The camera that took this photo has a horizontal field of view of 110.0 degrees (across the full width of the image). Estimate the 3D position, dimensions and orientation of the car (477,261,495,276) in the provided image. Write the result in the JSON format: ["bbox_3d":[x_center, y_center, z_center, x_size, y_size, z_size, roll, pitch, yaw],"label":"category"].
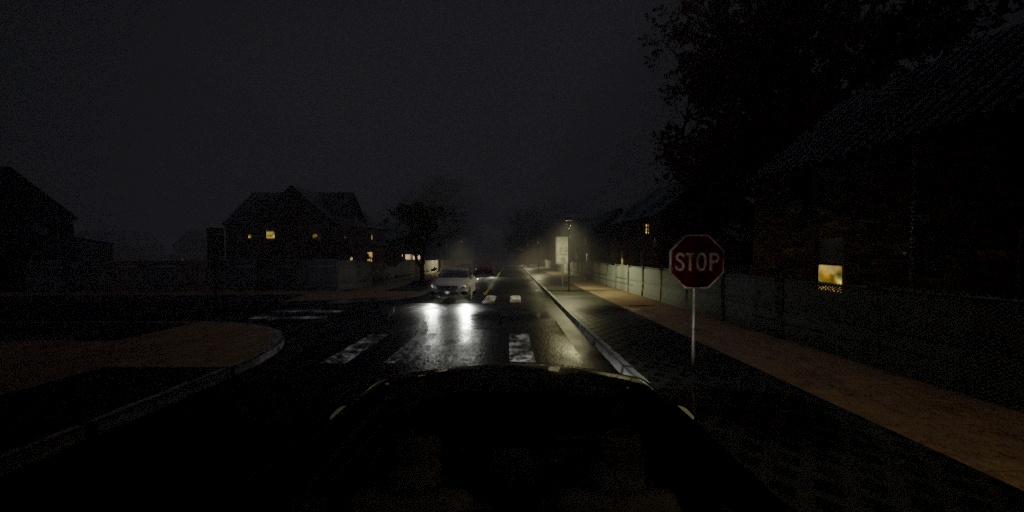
[{"bbox_3d":[-2.833,1.282,37.231,1.882,1.535,5.008,0,0,0],"label":"car"}]

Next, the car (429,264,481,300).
[{"bbox_3d":[-2.785,1.293,17.708,1.812,1.442,4.674,0,0,0],"label":"car"}]
